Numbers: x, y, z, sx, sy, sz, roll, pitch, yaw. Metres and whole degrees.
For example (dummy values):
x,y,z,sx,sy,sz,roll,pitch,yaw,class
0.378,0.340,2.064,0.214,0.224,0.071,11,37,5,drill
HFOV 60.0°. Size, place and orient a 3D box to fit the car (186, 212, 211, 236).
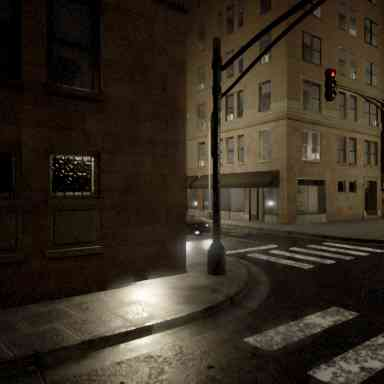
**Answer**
x,y,z,sx,sy,sz,roll,pitch,yaw,class
-1.297,1.515,17.758,2.033,1.411,5.357,0,0,-36,car
